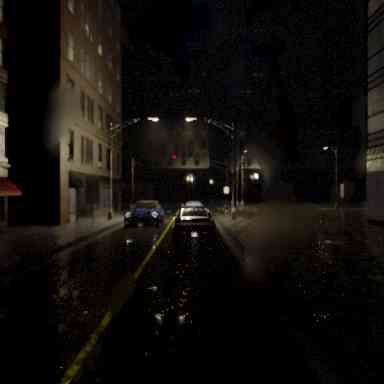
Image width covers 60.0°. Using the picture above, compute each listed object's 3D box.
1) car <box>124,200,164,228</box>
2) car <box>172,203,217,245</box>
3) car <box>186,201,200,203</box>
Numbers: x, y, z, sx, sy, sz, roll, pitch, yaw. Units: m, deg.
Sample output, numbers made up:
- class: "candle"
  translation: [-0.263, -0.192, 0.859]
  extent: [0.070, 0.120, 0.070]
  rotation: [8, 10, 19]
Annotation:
- class: "car"
  translation: [-2.994, 1.337, 21.623]
  extent: [2.097, 1.767, 4.553]
  rotation: [0, 0, 0]
- class: "car"
  translation: [0.105, 1.477, 15.567]
  extent: [2.128, 1.511, 4.902]
  rotation: [0, 0, 0]
- class: "car"
  translation: [0.124, 1.522, 29.815]
  extent: [2.033, 1.411, 5.357]
  rotation: [0, 0, -1]
